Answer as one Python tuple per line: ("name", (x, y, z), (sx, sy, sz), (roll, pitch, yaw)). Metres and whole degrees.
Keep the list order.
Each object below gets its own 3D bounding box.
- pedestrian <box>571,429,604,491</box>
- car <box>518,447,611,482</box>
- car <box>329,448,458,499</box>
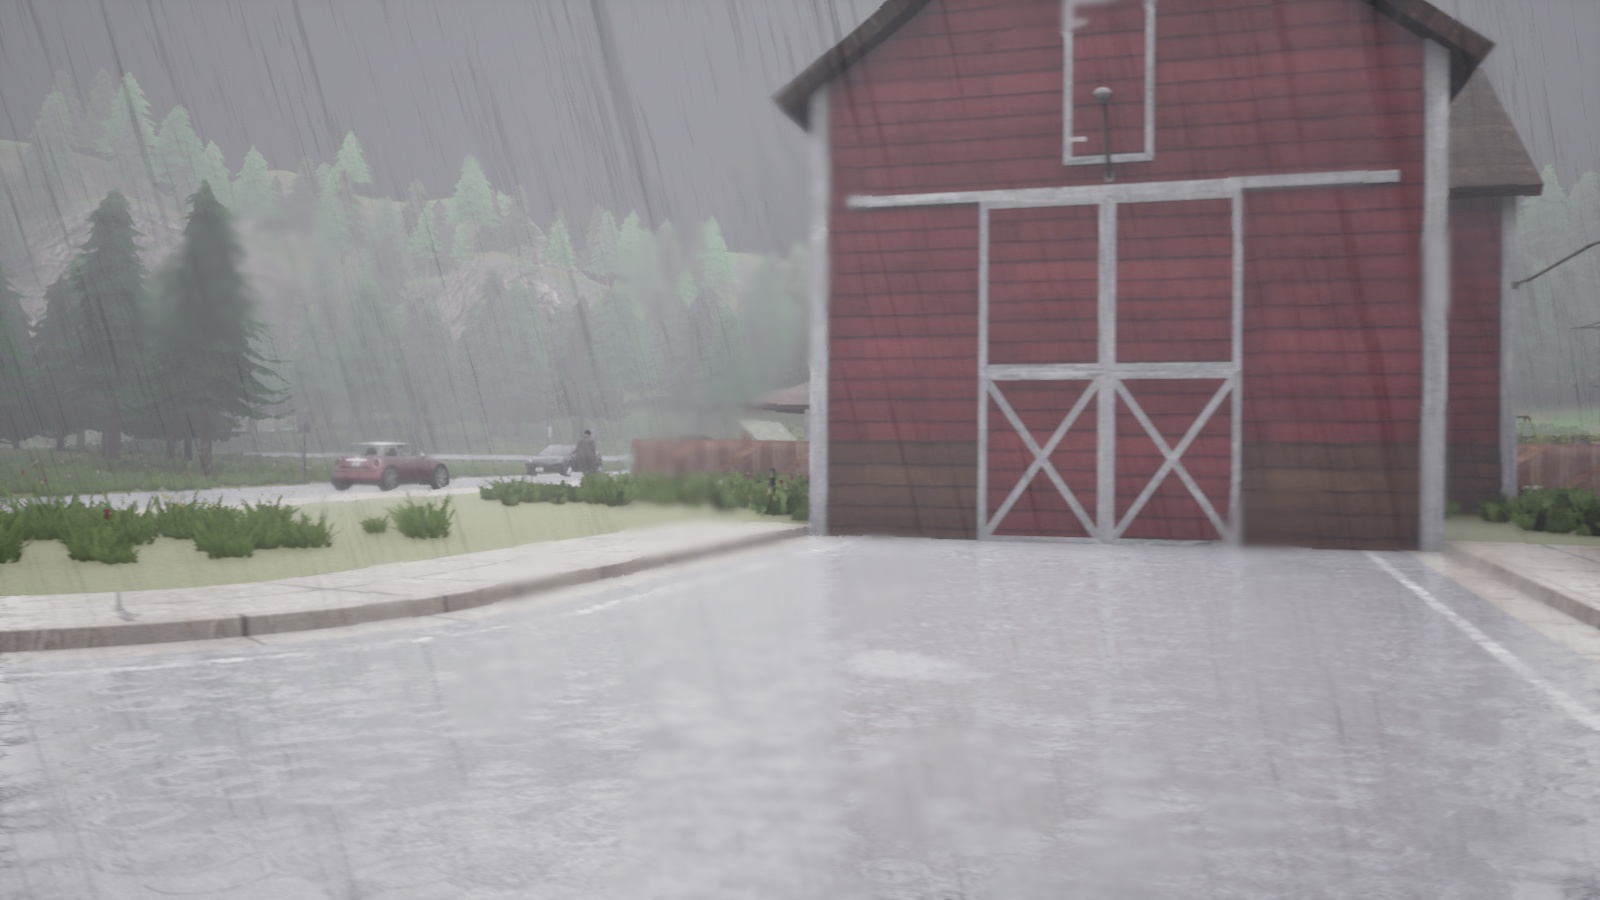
("pedestrian", (-6.785, 0.311, 40.093), (0.659, 1.952, 0.873), (-1, 0, 24))
("car", (-10.655, 0.612, 57.213), (2.163, 1.488, 4.792), (-1, 0, 17))
("car", (-12.526, 0.699, 38.946), (1.970, 1.475, 3.806), (-1, 0, 17))
